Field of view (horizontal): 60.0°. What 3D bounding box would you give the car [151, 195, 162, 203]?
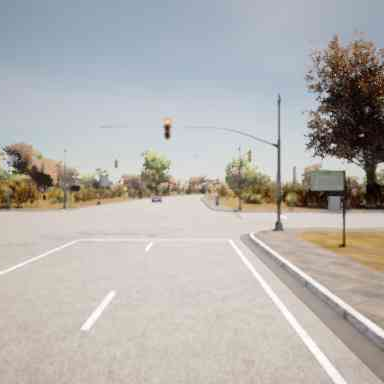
[{"bbox_3d":[-7.024,1.425,66.810,2.128,1.511,4.902,0,0,0],"label":"car"}]
